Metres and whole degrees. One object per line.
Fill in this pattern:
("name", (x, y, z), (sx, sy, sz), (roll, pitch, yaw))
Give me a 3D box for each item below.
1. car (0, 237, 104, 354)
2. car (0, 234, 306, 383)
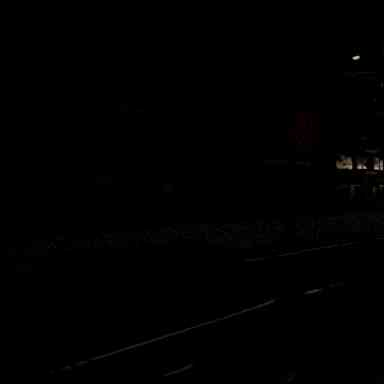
("car", (-3.921, 1.602, 4.881), (4.718, 1.301, 1.895), (0, 0, -36))
("car", (-1.101, 1.352, 2.902), (4.553, 1.767, 2.097), (0, 0, -36))
